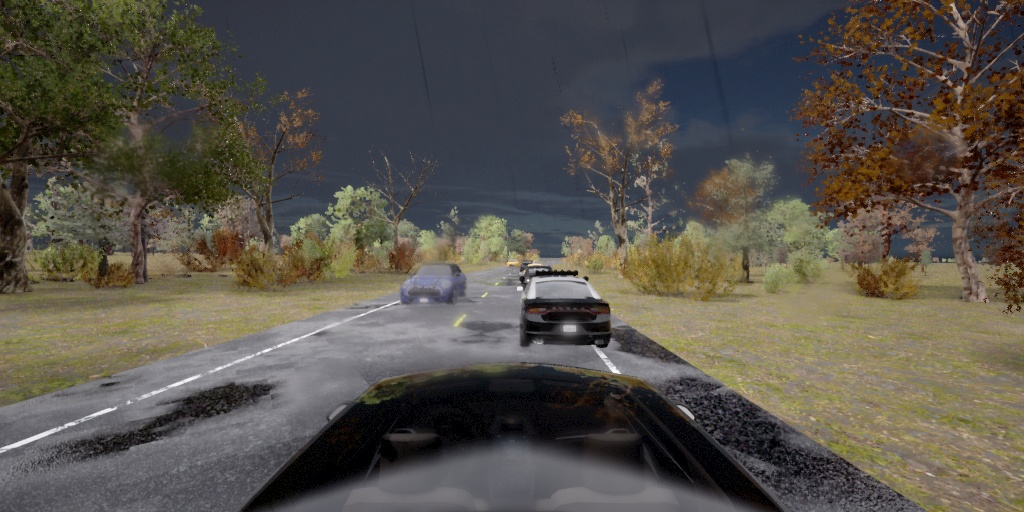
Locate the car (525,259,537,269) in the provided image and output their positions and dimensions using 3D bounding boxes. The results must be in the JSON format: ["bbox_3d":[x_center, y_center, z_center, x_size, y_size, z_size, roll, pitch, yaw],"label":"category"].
[{"bbox_3d":[3.235,1.366,60.755,1.882,1.535,5.008,0,0,6],"label":"car"}]

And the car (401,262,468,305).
[{"bbox_3d":[-3.303,1.107,15.961,2.097,1.767,4.553,0,0,2],"label":"car"}]

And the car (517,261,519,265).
[{"bbox_3d":[2.109,1.332,47.897,1.837,1.490,4.892,0,0,6],"label":"car"}]

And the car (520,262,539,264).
[{"bbox_3d":[1.431,1.263,19.246,1.837,1.490,4.892,0,0,2],"label":"car"}]

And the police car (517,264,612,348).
[{"bbox_3d":[1.152,1.177,9.404,1.930,1.638,5.238,0,0,1],"label":"police car"}]

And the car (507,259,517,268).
[{"bbox_3d":[0.183,1.383,64.467,1.882,1.535,5.008,0,0,6],"label":"car"}]

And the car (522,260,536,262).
[{"bbox_3d":[1.686,1.219,25.404,1.801,1.575,5.366,0,0,3],"label":"car"}]
